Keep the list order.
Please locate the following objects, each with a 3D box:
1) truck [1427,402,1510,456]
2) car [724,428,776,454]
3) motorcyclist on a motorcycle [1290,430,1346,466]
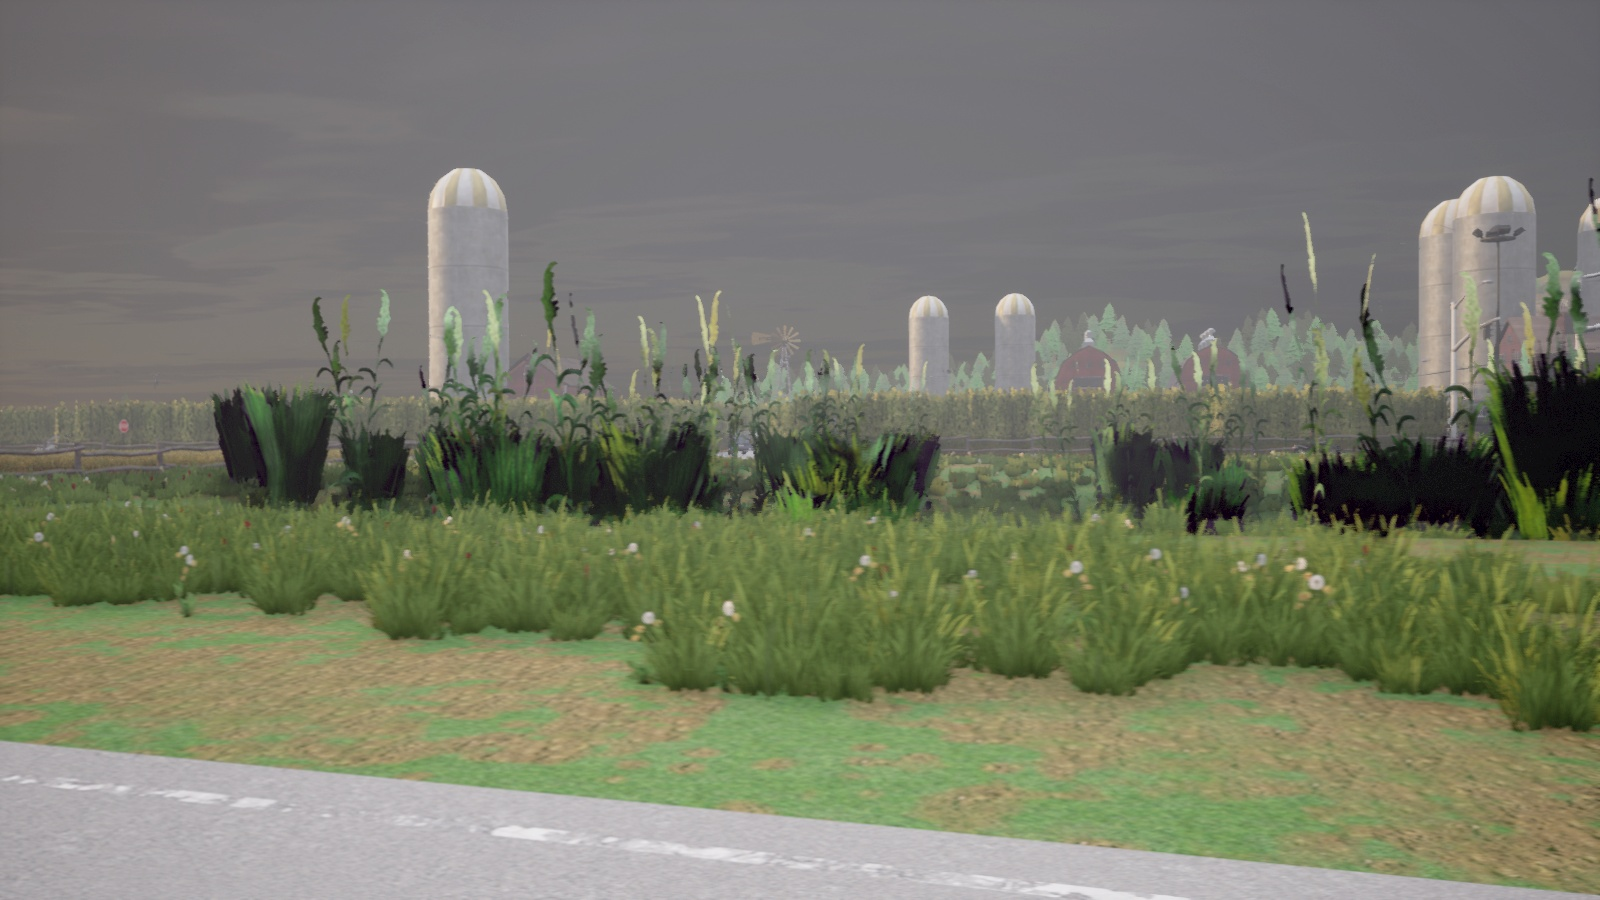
[{"bbox_3d":[45.057,-1.398,84.871,2.891,3.462,7.936,0,1,13],"label":"truck"},{"bbox_3d":[-3.244,-0.633,82.538,2.152,1.651,5.027,0,1,13],"label":"car"},{"bbox_3d":[24.675,-0.103,59.841,2.350,1.649,0.766,0,1,13],"label":"motorcyclist on a motorcycle"}]
